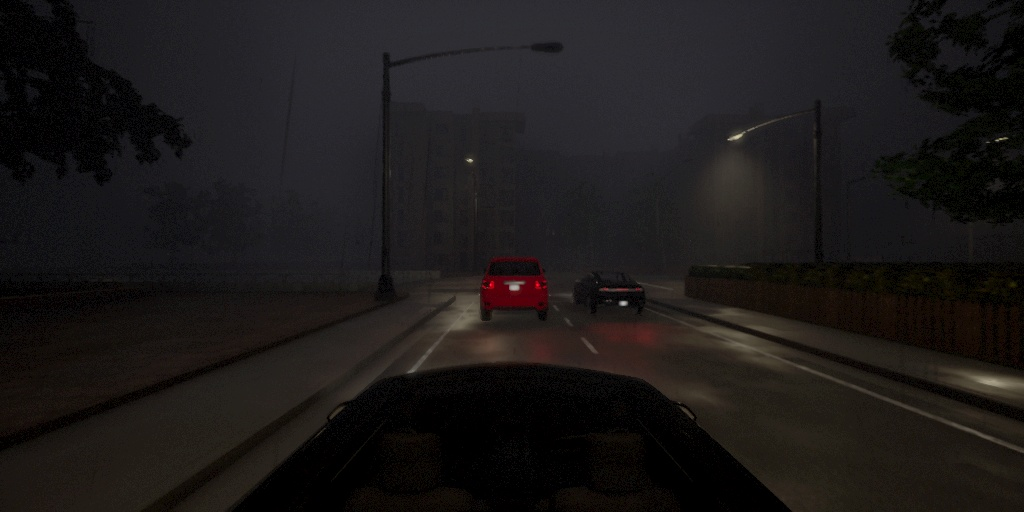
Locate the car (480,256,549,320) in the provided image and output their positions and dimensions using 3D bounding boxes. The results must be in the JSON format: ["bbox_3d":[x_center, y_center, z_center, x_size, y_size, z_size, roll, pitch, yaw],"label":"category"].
[{"bbox_3d":[0.087,1.047,13.219,2.150,2.045,5.566,0,-1,0],"label":"car"}]

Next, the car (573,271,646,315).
[{"bbox_3d":[3.594,1.323,13.929,2.128,1.511,4.902,0,0,0],"label":"car"}]

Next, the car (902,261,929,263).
[{"bbox_3d":[34.018,1.291,30.653,4.553,1.767,2.097,0,0,1],"label":"car"}]
